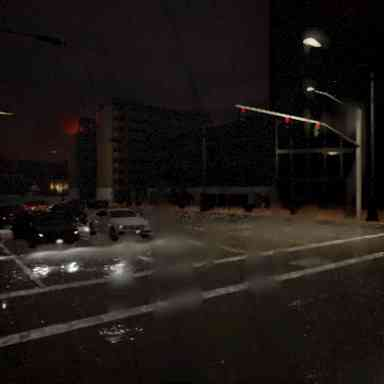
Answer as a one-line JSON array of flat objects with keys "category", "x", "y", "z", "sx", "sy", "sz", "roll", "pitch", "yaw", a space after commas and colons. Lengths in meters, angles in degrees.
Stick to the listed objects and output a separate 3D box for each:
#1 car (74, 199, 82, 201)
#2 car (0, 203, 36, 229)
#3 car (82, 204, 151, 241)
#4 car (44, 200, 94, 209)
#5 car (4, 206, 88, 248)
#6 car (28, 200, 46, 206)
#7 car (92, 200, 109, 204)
[{"category": "car", "x": -19.981, "y": 1.983, "z": 57.589, "sx": 1.812, "sy": 1.442, "sz": 4.674, "roll": 0, "pitch": -1, "yaw": -36}, {"category": "car", "x": -12.458, "y": 1.656, "z": 23.026, "sx": 1.812, "sy": 1.442, "sz": 4.674, "roll": 0, "pitch": 0, "yaw": -36}, {"category": "car", "x": -3.836, "y": 1.551, "z": 17.070, "sx": 1.812, "sy": 1.442, "sz": 4.674, "roll": 0, "pitch": 0, "yaw": -36}, {"category": "car", "x": -9.150, "y": 1.611, "z": 24.427, "sx": 1.837, "sy": 1.490, "sz": 4.892, "roll": 0, "pitch": 0, "yaw": -36}, {"category": "car", "x": -6.896, "y": 1.588, "z": 15.295, "sx": 2.033, "sy": 1.411, "sz": 5.357, "roll": 0, "pitch": 0, "yaw": -38}, {"category": "car", "x": -14.964, "y": 1.577, "z": 32.452, "sx": 2.097, "sy": 1.767, "sz": 4.553, "roll": 0, "pitch": -1, "yaw": -36}, {"category": "car", "x": -13.937, "y": 1.881, "z": 49.240, "sx": 2.033, "sy": 1.411, "sz": 5.357, "roll": 0, "pitch": -1, "yaw": -35}]
